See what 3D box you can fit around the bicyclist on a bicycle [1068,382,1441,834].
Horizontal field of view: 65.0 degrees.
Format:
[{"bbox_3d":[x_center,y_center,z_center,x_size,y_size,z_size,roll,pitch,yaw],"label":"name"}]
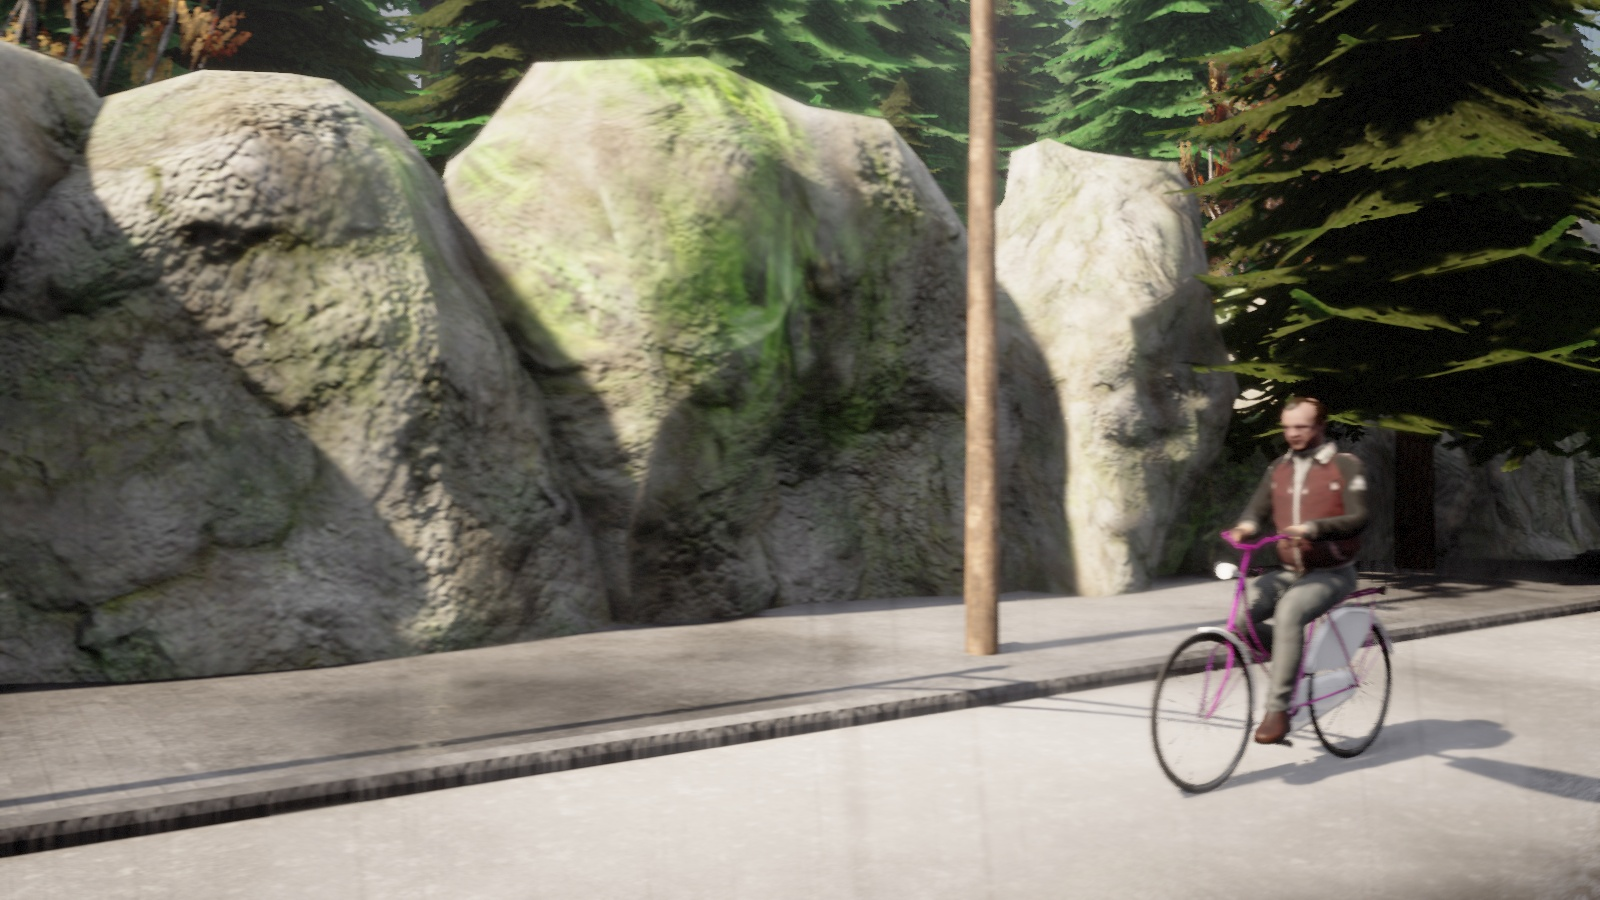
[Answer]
[{"bbox_3d":[2.114,0.625,5.740,1.843,1.776,0.659,0,0,-35],"label":"bicyclist on a bicycle"}]
